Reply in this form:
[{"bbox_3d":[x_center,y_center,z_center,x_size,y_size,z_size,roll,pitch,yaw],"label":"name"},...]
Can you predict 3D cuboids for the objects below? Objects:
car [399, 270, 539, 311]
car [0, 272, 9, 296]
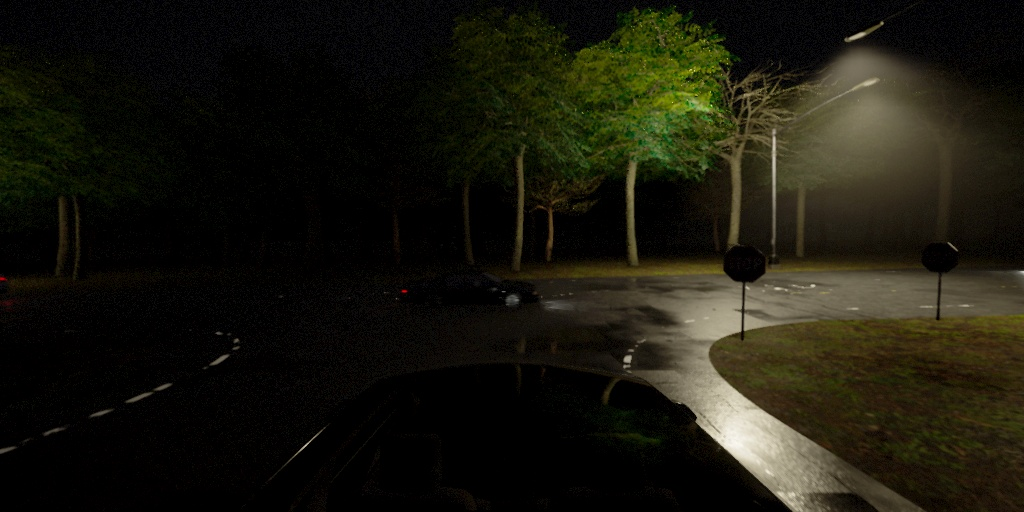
[{"bbox_3d":[-1.653,1.296,14.294,5.357,1.411,2.033,-1,2,-1],"label":"car"},{"bbox_3d":[-33.496,1.649,21.108,5.566,2.045,2.150,-1,3,0],"label":"car"}]
